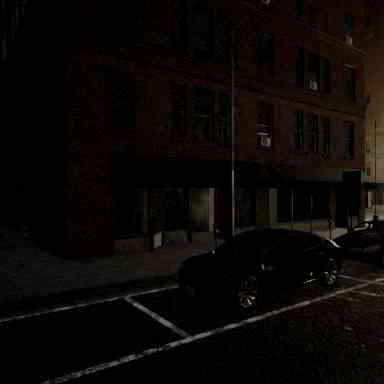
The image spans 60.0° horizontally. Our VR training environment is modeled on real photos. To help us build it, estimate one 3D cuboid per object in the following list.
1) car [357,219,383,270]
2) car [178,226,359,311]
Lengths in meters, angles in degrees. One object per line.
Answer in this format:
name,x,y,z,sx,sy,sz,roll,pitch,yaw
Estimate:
car,6.217,1.582,10.938,4.206,1.307,1.802,0,0,-35
car,1.731,1.566,7.754,4.313,1.339,1.947,0,0,-35
